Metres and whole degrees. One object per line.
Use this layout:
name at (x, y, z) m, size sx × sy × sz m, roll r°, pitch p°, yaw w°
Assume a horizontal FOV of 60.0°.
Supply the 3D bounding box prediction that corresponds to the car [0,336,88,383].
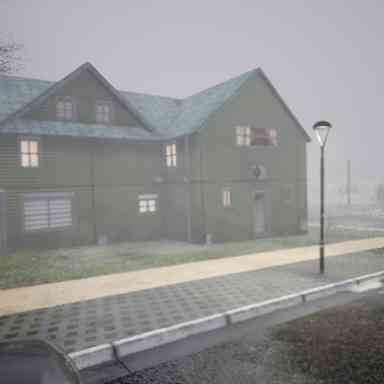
car at (-2.897, 1.540, 0.969) m, size 5.357 × 1.411 × 2.033 m, roll 0°, pitch 0°, yaw -36°
